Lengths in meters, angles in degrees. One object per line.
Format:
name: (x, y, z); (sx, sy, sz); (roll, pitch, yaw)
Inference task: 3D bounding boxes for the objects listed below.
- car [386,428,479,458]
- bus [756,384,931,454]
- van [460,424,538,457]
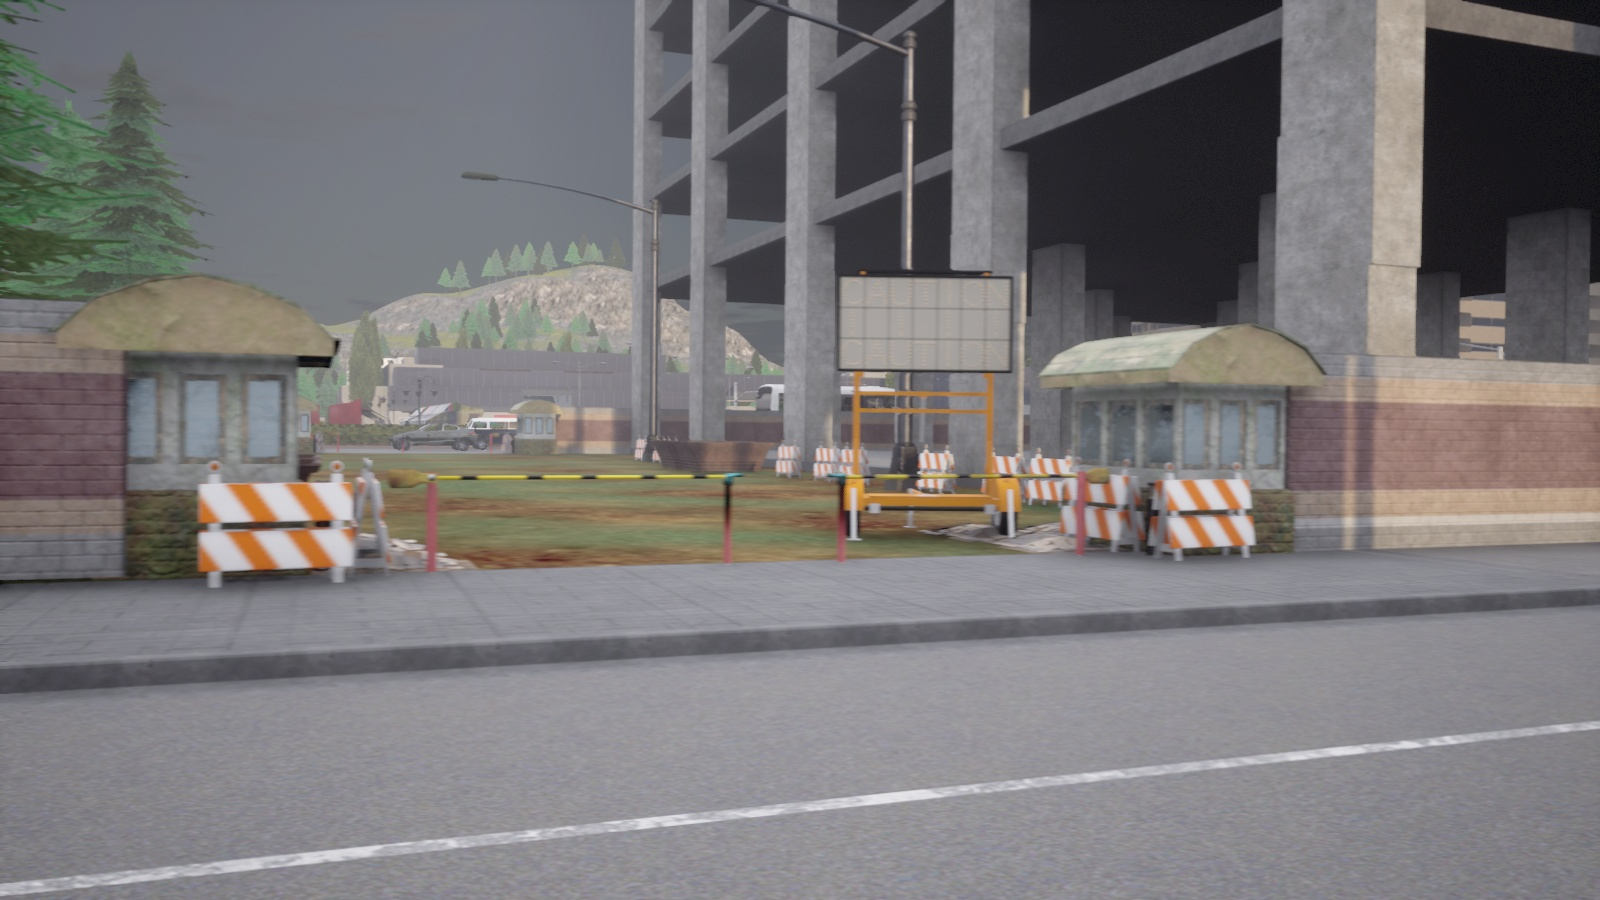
car: (-21.531, -0.445, 73.640); (5.027, 1.651, 2.152); (-1, 1, -21)
bus: (2.744, -1.962, 79.421); (10.273, 4.253, 3.944); (-1, 1, -21)
van: (-18.827, -0.609, 78.465); (4.480, 2.038, 2.069); (-1, 1, -21)
